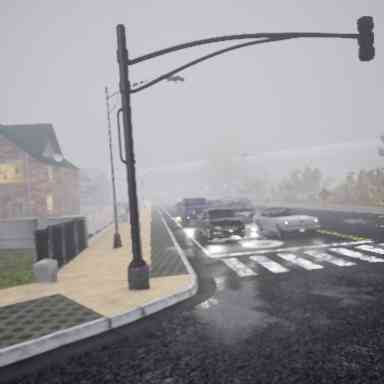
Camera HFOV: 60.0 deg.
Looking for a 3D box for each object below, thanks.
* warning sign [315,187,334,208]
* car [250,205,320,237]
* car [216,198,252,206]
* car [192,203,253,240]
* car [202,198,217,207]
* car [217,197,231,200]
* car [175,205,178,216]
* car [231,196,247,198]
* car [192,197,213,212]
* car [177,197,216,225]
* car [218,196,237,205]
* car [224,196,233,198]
[{"bbox_3d":[12.607,0.526,31.659,1.300,1.860,1.060,-2,1,-7],"label":"warning sign"},{"bbox_3d":[4.834,1.496,17.613,1.895,1.301,4.718,-4,0,-7],"label":"car"},{"bbox_3d":[3.701,1.511,26.850,2.128,1.511,4.902,-4,0,-7],"label":"car"},{"bbox_3d":[1.492,1.639,18.187,1.837,1.490,4.892,-4,0,-9],"label":"car"},{"bbox_3d":[3.077,1.803,59.426,1.994,1.385,4.181,-4,0,-7],"label":"car"},{"bbox_3d":[2.591,1.636,36.053,2.128,1.511,4.902,-4,0,-7],"label":"car"},{"bbox_3d":[-0.972,1.913,38.567,1.837,1.490,4.892,-4,0,-7],"label":"car"},{"bbox_3d":[7.544,1.429,49.625,1.994,1.385,4.181,-4,0,-7],"label":"car"},{"bbox_3d":[1.386,1.633,45.926,2.097,1.767,4.553,-4,0,-7],"label":"car"},{"bbox_3d":[0.277,1.489,27.976,2.150,2.045,5.566,-4,0,-7],"label":"car"},{"bbox_3d":[6.322,1.501,59.564,2.128,1.511,4.902,-4,0,-7],"label":"car"},{"bbox_3d":[4.286,1.697,49.576,1.895,1.301,4.718,-4,0,-7],"label":"car"}]
